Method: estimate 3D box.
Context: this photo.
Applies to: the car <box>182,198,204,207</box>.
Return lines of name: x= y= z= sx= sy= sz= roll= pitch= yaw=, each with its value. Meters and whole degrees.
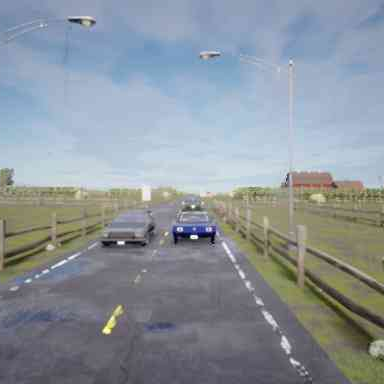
car: x=0.098 y=1.357 z=31.638 sx=2.097 sy=1.767 sz=4.553 roll=0 pitch=0 yaw=0

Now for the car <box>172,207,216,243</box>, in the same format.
car: x=0.099 y=1.603 z=16.190 sx=1.895 sy=1.301 sz=4.718 roll=0 pitch=0 yaw=0

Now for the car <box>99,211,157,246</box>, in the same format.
car: x=-2.752 y=1.592 z=15.571 sx=2.033 sy=1.411 sz=5.357 roll=0 pitch=0 yaw=0
